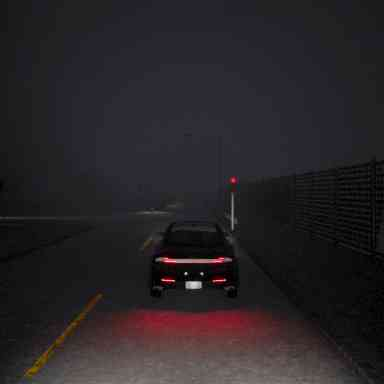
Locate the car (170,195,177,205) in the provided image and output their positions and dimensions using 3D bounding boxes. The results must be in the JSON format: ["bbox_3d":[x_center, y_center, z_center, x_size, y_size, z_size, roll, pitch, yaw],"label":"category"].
[{"bbox_3d":[-4.042,1.507,56.578,1.837,1.490,4.892,0,-1,0],"label":"car"}]

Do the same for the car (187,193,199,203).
[{"bbox_3d":[0.152,1.221,66.360,2.150,2.045,5.566,0,0,0],"label":"car"}]

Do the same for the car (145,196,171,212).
[{"bbox_3d":[-4.216,1.547,39.710,2.033,1.411,5.357,0,0,5],"label":"car"}]

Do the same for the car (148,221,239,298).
[{"bbox_3d":[0.055,1.492,8.524,2.128,1.511,4.902,0,0,1],"label":"car"}]
